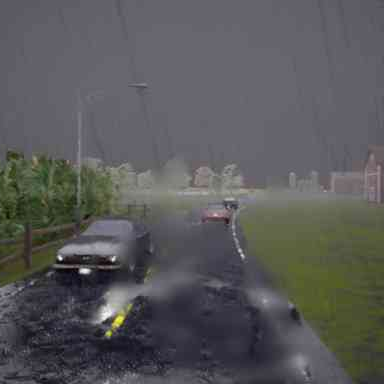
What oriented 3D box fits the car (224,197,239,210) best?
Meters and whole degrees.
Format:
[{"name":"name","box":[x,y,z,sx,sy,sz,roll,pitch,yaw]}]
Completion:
[{"name":"car","box":[4.960,1.398,42.514,1.882,1.535,5.008,0,0,12]}]

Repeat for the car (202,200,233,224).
[{"name":"car","box":[1.864,1.534,24.872,1.994,1.385,4.181,0,0,7]}]

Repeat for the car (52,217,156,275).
[{"name":"car","box":[-2.427,1.533,10.727,2.033,1.411,5.357,0,0,4]}]
